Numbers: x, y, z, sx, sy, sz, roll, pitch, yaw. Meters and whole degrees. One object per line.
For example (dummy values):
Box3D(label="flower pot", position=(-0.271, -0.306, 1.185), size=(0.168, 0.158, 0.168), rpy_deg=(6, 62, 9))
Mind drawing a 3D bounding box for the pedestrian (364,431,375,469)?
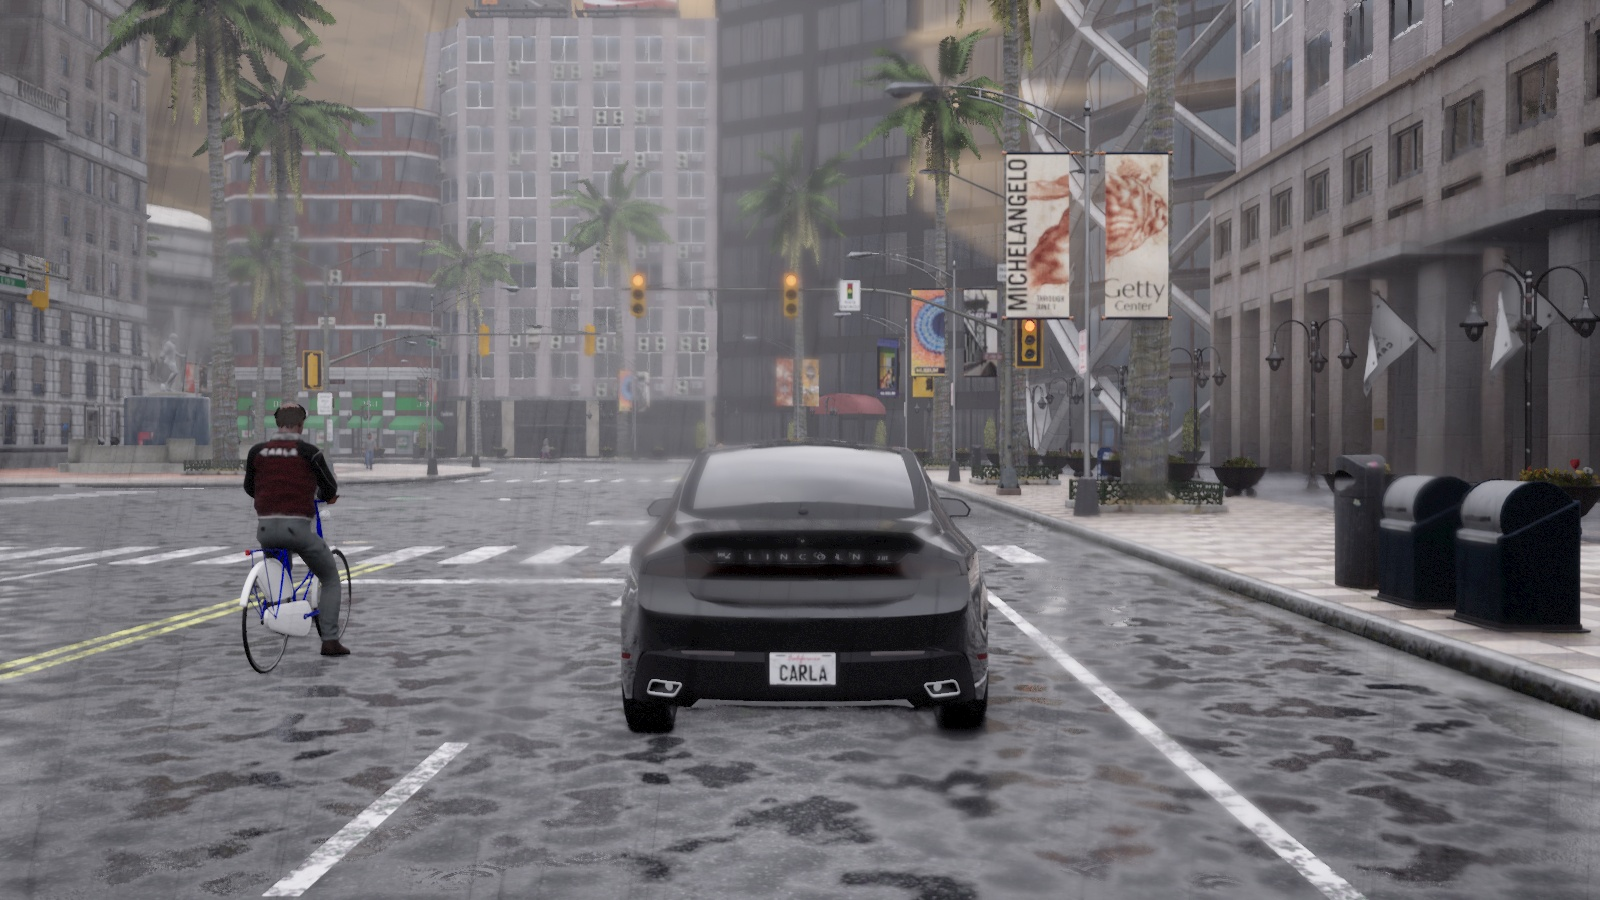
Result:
Box3D(label="pedestrian", position=(-20.867, 0.012, 60.843), size=(0.354, 1.836, 0.706), rpy_deg=(0, 0, -8))

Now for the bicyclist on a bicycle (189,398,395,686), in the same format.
Box3D(label="bicyclist on a bicycle", position=(-3.432, 0.561, 8.669), size=(0.659, 1.776, 1.843), rpy_deg=(0, 1, 0))

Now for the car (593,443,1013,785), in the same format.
Box3D(label="car", position=(0.047, 0.702, 7.945), size=(1.837, 1.490, 4.892), rpy_deg=(0, 0, 1))
